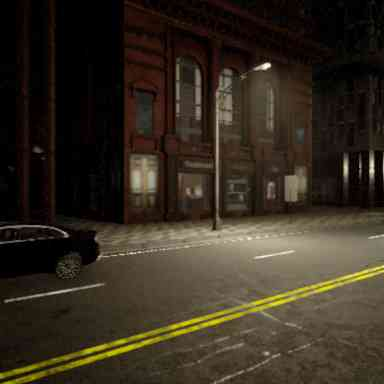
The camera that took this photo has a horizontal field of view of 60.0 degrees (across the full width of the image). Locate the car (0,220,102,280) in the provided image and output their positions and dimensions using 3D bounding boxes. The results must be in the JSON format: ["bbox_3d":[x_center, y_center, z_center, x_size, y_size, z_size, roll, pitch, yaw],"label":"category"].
[{"bbox_3d":[-4.756,1.486,8.277,4.902,1.511,2.128,0,0,-36],"label":"car"}]
